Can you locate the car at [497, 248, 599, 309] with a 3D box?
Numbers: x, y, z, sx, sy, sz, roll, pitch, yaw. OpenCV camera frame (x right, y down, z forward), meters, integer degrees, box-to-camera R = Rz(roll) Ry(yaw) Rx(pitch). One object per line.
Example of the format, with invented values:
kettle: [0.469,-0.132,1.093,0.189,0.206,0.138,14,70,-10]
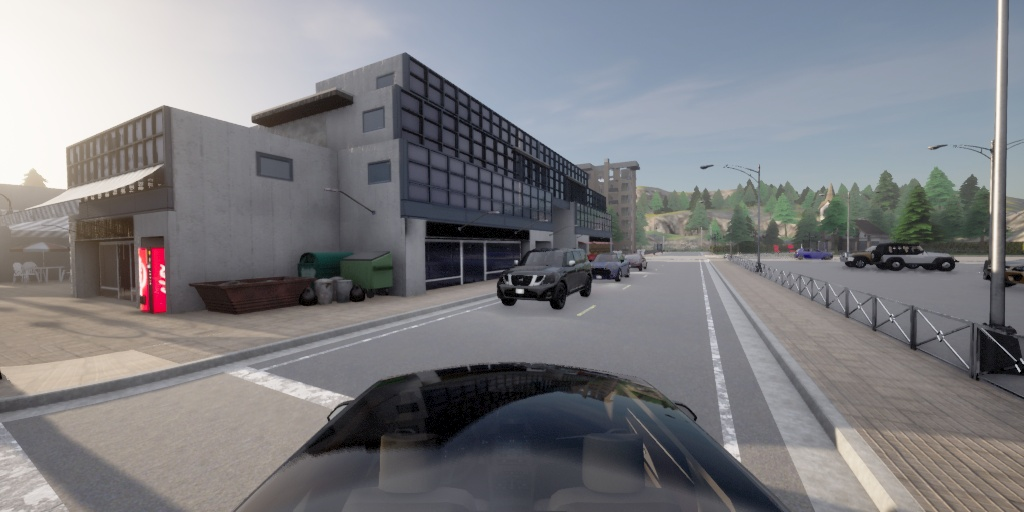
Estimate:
car: [1.515,0.705,13.909,2.150,2.045,5.566,0,1,27]

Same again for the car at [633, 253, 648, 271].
car: [10.755,0.494,31.724,1.812,1.442,4.674,0,1,28]

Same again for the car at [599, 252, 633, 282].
car: [6.042,0.583,22.642,2.097,1.767,4.553,0,1,27]
